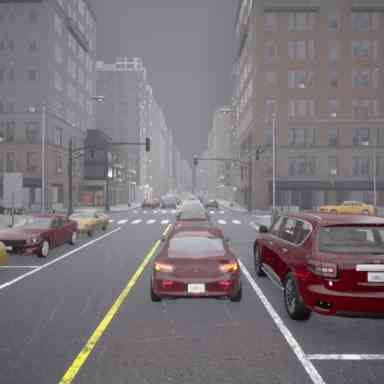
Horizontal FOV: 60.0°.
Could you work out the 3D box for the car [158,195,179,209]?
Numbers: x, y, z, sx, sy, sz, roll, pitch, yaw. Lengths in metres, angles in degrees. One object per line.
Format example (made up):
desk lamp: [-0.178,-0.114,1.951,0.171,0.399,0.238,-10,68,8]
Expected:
car: [-3.074,1.516,45.108,1.837,1.490,4.892,0,0,0]

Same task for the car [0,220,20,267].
car: [-5.846,1.527,7.051,1.752,1.417,4.829,1,0,0]

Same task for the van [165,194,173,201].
van: [-5.807,1.371,85.201,1.690,1.788,3.998,1,0,0]

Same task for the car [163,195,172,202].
car: [-5.811,1.466,79.528,1.967,1.590,4.097,1,0,0]

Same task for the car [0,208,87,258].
car: [-5.843,1.547,12.846,1.887,1.381,4.507,1,0,0]

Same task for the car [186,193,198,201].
car: [0.042,1.570,85.212,2.033,1.411,5.357,0,0,0]

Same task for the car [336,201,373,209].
car: [15.140,1.641,32.667,5.008,1.535,1.882,0,-1,1]

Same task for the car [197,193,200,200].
car: [2.711,1.335,68.171,2.192,1.841,5.009,1,0,0]

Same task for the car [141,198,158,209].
car: [-5.828,1.555,45.490,1.887,1.381,4.507,1,0,0]

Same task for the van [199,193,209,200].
van: [2.708,1.358,62.498,1.690,1.788,3.998,1,0,0]

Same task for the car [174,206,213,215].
car: [0.071,1.605,17.344,1.895,1.301,4.718,0,0,0]

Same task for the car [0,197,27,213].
car: [-17.246,1.198,29.665,4.553,1.767,2.097,1,-1,0]

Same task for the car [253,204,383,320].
car: [2.682,1.317,7.209,2.192,1.841,5.009,1,0,0]

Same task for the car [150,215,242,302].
car: [0.090,1.528,8.166,1.812,1.442,4.674,0,0,0]

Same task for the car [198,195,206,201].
car: [2.719,1.599,90.864,1.947,1.339,4.313,1,0,0]

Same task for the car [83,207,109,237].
car: [-5.840,1.529,18.301,1.752,1.417,4.829,1,0,0]

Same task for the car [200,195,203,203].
car: [2.703,1.597,56.824,1.802,1.307,4.206,1,0,0]

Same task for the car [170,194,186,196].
car: [-2.968,1.568,69.251,2.033,1.411,5.357,0,0,0]

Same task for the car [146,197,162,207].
car: [-5.825,1.557,51.163,1.887,1.381,4.507,1,0,0]

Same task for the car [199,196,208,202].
car: [2.714,1.608,79.517,1.802,1.307,4.206,1,0,0]

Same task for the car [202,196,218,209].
car: [2.698,1.593,45.477,1.802,1.307,4.206,1,0,0]

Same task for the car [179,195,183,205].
car: [-3.061,1.578,55.426,1.994,1.385,4.181,0,0,0]

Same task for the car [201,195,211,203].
car: [2.700,1.594,51.150,1.802,1.307,4.206,1,0,0]
